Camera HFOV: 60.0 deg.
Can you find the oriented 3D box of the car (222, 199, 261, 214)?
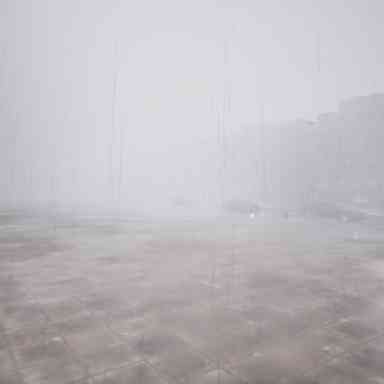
[{"bbox_3d":[4.897,1.375,33.368,1.994,1.385,4.181,-2,2,-36],"label":"car"}]

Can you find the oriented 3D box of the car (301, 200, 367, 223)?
[{"bbox_3d":[10.638,1.425,25.247,1.837,1.490,4.892,-2,2,-35],"label":"car"}]

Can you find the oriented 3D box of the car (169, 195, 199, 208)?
[{"bbox_3d":[-1.016,1.188,41.751,2.128,1.511,4.902,-2,2,-35],"label":"car"}]
